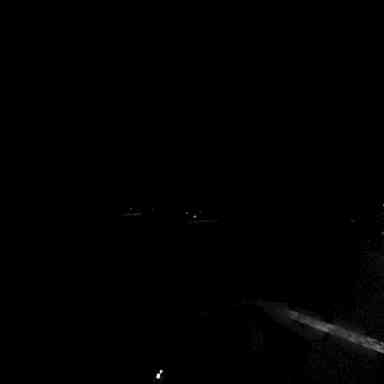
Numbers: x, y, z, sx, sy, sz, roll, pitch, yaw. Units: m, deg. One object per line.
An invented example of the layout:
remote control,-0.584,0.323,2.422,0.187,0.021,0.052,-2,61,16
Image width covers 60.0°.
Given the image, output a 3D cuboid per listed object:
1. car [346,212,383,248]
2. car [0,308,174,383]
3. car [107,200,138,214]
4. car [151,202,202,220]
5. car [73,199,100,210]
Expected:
car,8.356,1.583,14.646,2.033,1.411,5.357,0,0,12
car,-2.371,1.489,2.047,4.902,1.511,2.128,0,0,-36
car,-7.641,1.598,36.254,1.994,1.385,4.181,0,0,-39
car,-1.435,1.583,28.524,2.033,1.411,5.357,0,0,-39
car,-14.119,1.580,44.353,2.033,1.411,5.357,0,0,-39
